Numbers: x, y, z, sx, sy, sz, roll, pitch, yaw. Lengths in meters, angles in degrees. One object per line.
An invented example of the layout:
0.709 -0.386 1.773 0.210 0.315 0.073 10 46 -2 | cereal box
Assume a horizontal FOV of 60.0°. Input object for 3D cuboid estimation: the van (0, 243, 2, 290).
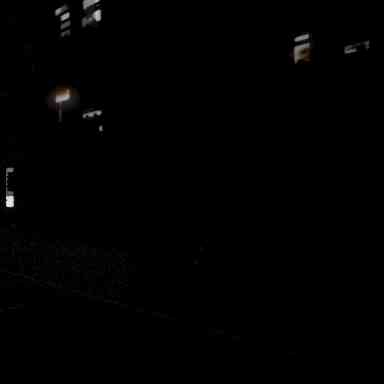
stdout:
-5.587 1.300 6.874 3.998 1.788 1.690 0 -1 35 | van
